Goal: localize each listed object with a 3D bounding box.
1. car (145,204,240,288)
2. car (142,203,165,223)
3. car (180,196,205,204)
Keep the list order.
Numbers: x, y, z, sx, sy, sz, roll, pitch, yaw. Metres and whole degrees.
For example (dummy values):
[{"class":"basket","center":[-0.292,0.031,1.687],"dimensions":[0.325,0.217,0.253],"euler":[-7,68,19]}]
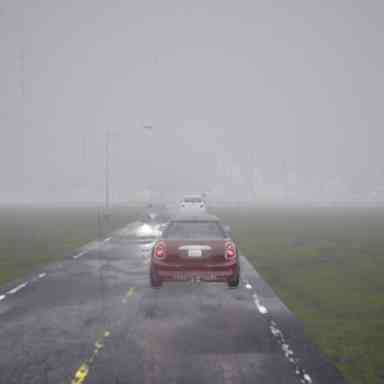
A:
[{"class":"car","center":[0.075,1.403,9.566],"dimensions":[2.097,1.767,4.553],"euler":[0,0,0]},{"class":"car","center":[-2.876,1.636,26.999],"dimensions":[2.128,1.511,4.902],"euler":[0,0,0]},{"class":"car","center":[0.068,1.388,31.191],"dimensions":[2.150,2.045,5.566],"euler":[0,0,0]}]
